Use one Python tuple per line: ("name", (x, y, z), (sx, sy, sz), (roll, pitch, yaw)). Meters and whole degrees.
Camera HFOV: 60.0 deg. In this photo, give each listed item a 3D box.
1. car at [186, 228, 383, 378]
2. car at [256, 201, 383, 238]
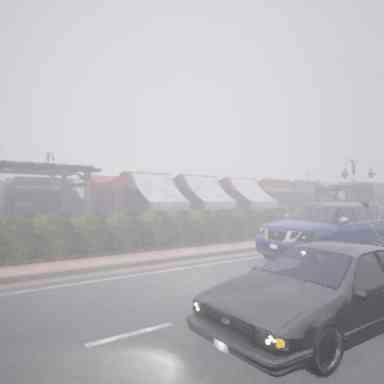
("car", (2.534, 1.617, 5.817), (5.357, 1.411, 2.033), (1, -1, -36))
("car", (4.780, 1.362, 11.723), (5.566, 2.045, 2.150), (1, -1, -34))
